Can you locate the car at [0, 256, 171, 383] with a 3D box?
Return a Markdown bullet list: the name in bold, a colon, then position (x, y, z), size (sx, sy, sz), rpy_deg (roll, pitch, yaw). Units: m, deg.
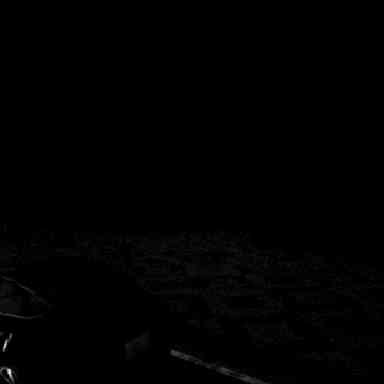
- **car**: position (-2.237, 1.585, 4.559), size (4.313, 1.339, 1.947), rpy_deg (0, 0, 35)
